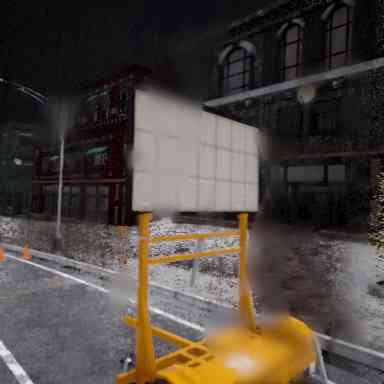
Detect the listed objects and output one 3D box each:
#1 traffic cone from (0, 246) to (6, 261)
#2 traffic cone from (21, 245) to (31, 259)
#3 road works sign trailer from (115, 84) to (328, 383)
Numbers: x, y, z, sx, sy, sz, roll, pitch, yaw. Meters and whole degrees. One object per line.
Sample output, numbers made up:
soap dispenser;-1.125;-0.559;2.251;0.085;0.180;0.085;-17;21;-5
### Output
traffic cone;-8.139;2.609;14.193;0.340;0.580;0.340;3;-5;-42
traffic cone;-7.401;2.649;14.863;0.340;0.580;0.340;3;-5;-42
road works sign trailer;0.001;0.674;4.312;2.880;3.560;2.380;-2;-4;44
